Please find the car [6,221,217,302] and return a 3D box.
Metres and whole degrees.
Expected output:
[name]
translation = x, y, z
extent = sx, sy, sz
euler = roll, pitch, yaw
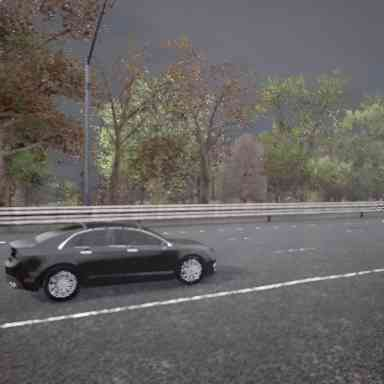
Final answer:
[car]
translation = -1.725, 1.488, 8.096
extent = 4.892, 1.490, 1.837
euler = 1, 0, -25
